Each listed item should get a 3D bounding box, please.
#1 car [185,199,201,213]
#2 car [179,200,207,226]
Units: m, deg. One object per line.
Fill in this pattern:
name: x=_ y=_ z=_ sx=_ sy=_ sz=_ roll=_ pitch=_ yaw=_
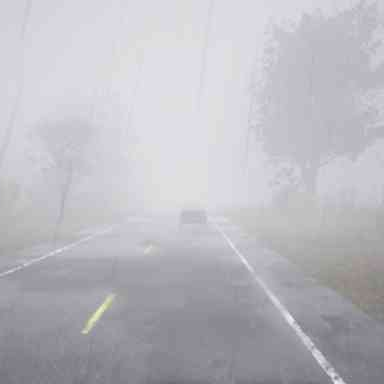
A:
car: x=0.096 y=1.754 z=42.312 sx=1.882 sy=1.535 sz=5.008 roll=0 pitch=0 yaw=0
car: x=0.093 y=1.619 z=24.451 sx=1.882 sy=1.535 sz=5.008 roll=0 pitch=0 yaw=0
